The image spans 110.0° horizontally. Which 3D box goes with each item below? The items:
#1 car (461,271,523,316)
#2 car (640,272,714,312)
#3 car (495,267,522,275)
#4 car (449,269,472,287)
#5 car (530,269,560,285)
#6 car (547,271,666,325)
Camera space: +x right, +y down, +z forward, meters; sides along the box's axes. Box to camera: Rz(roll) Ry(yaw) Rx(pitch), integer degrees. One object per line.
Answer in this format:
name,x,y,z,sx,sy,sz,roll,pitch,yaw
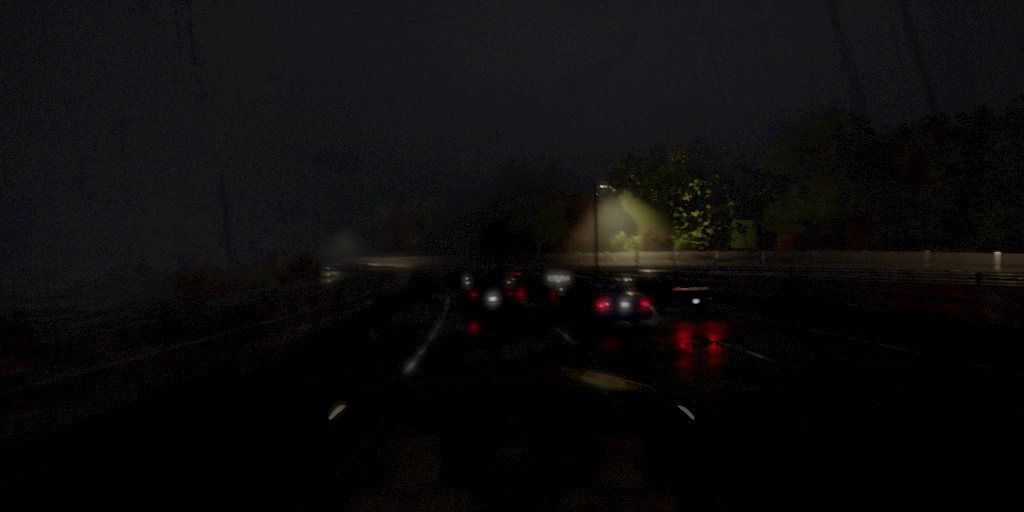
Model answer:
car,-0.934,1.495,14.489,1.994,1.385,4.181,0,-1,-8
car,6.085,1.393,14.844,2.128,1.511,4.902,0,-1,-7
car,-0.539,1.632,29.953,2.128,1.511,4.902,0,-1,-16
car,-3.995,1.712,29.282,1.994,1.385,4.181,0,-1,-16
car,3.053,1.727,30.169,1.895,1.301,4.718,0,-1,-15
car,2.866,1.431,12.401,2.033,1.411,5.357,0,-1,-6
